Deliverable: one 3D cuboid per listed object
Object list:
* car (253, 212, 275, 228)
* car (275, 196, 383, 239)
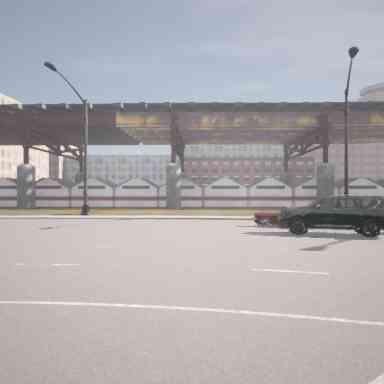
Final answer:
[{"bbox_3d":[6.288,1.601,21.266,4.718,1.301,1.895,0,0,14],"label":"car"},{"bbox_3d":[7.377,1.223,17.393,5.566,2.045,2.150,0,-1,16],"label":"car"}]
